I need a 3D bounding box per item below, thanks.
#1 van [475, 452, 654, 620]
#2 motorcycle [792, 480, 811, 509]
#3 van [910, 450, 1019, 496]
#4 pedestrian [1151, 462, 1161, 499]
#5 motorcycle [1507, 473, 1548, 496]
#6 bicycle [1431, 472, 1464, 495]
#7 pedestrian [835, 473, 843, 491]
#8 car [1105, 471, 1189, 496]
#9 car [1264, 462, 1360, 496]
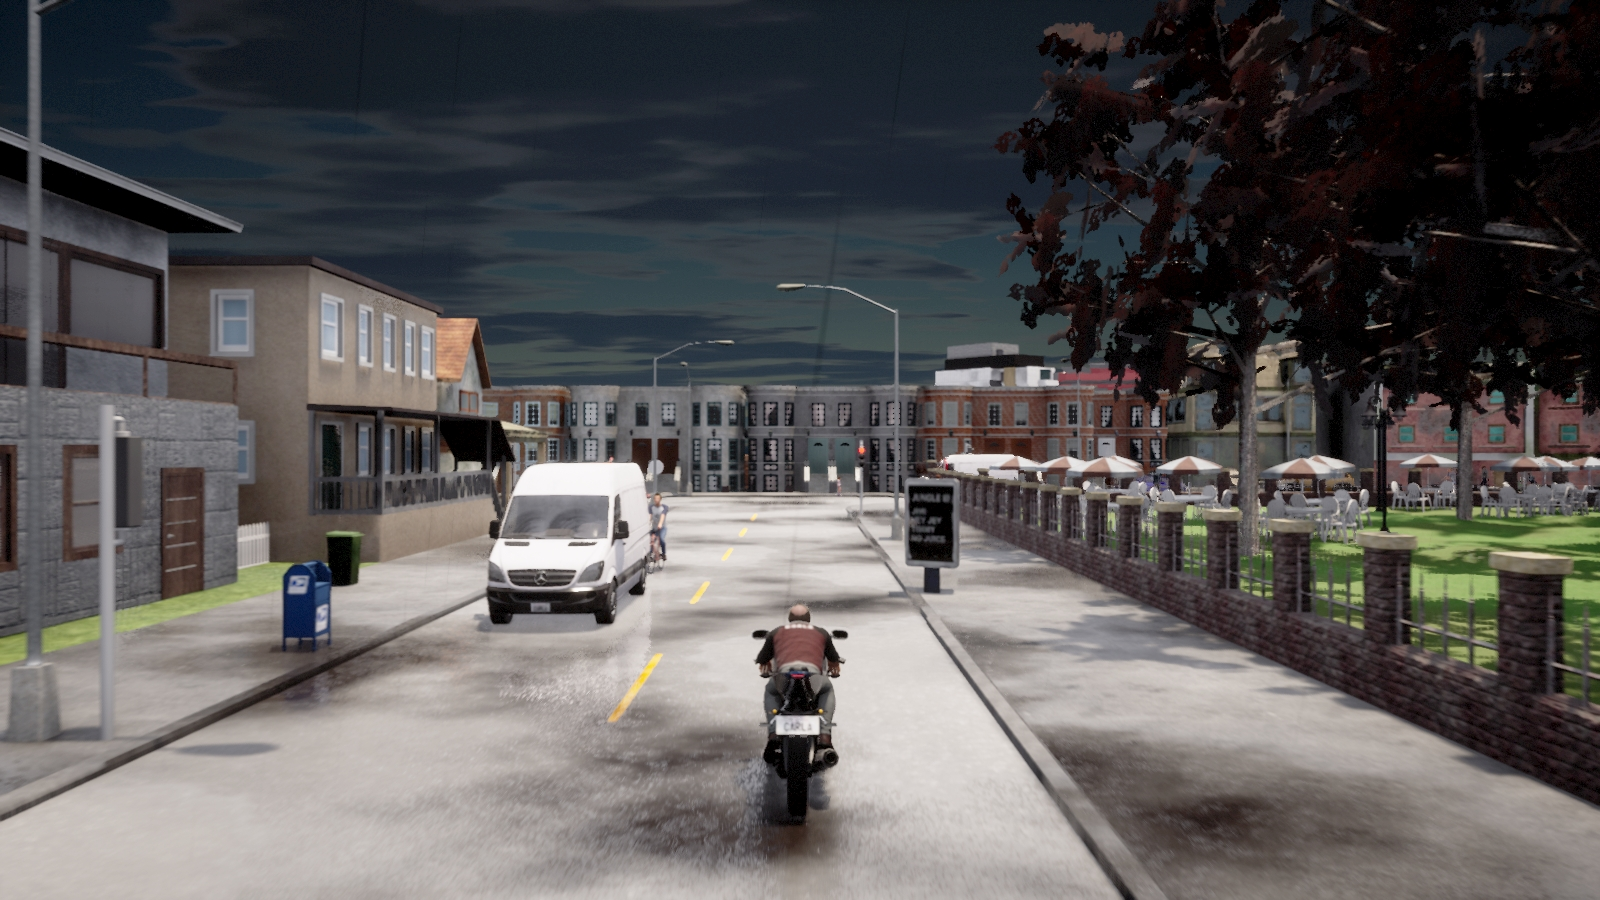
[{"bbox_3d":[-3.970,1.313,20.408,1.988,2.561,5.915,0,0,0],"label":"van"},{"bbox_3d":[0.076,1.981,51.244,0.867,1.251,2.209,0,0,1],"label":"motorcycle"},{"bbox_3d":[9.375,1.311,65.422,5.915,2.561,1.988,0,0,0],"label":"van"},{"bbox_3d":[17.654,1.512,56.646,0.375,1.860,0.375,0,0,1],"label":"pedestrian"},{"bbox_3d":[41.278,1.960,64.829,1.805,1.236,0.856,0,0,16],"label":"motorcycle"},{"bbox_3d":[36.992,1.932,65.271,1.643,1.296,0.373,0,0,1],"label":"bicycle"},{"bbox_3d":[2.308,1.900,68.093,0.500,1.100,0.500,0,0,2],"label":"pedestrian"},{"bbox_3d":[19.828,1.894,65.387,4.181,1.385,1.994,0,0,0],"label":"car"},{"bbox_3d":[29.177,1.639,65.188,4.605,1.855,1.932,0,0,2],"label":"car"}]
